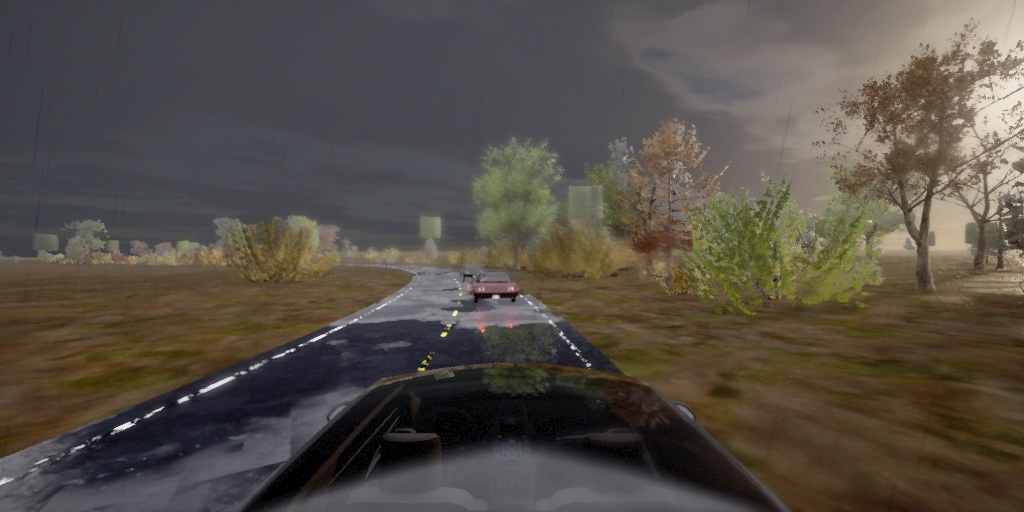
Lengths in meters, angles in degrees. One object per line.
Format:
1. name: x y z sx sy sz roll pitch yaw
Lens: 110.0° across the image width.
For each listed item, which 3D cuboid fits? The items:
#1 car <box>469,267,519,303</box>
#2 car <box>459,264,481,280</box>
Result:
1. car: -0.903 1.368 16.684 1.895 1.301 4.718 0 0 -7
2. car: -3.589 1.380 31.613 1.895 1.301 4.718 0 0 -14
